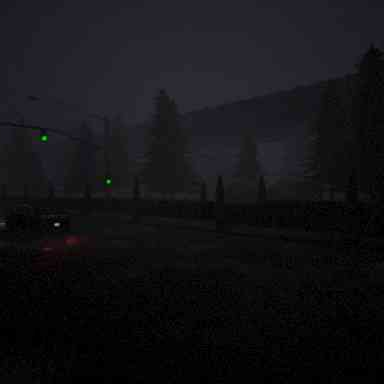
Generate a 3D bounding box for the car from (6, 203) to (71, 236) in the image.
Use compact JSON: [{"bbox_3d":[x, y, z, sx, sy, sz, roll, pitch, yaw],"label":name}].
[{"bbox_3d":[-8.212,1.336,17.574,4.902,1.511,2.128,0,1,44],"label":"car"}]
